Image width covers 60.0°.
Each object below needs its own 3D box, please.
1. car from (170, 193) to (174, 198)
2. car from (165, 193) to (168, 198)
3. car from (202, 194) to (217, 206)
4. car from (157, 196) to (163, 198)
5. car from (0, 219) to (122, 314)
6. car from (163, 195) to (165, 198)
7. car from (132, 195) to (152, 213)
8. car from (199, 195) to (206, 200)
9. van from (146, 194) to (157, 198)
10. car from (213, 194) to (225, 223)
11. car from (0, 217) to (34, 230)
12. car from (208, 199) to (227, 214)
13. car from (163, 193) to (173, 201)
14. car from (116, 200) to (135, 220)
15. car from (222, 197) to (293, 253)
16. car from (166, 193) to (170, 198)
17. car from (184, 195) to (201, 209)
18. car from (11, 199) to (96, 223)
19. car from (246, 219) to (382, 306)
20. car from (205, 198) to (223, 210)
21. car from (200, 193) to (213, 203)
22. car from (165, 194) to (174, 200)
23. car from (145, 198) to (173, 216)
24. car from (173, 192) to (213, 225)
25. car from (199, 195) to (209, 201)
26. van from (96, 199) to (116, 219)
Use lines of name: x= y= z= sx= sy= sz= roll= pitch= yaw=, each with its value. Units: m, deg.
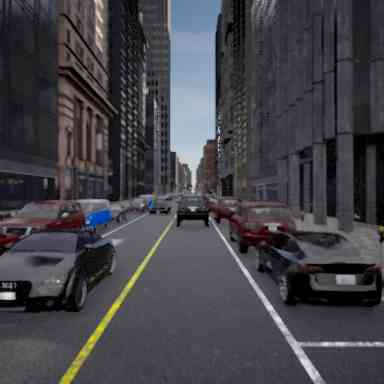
car: x=-5.823 y=1.382 z=75.367 sx=1.887 sy=1.381 sz=4.507 roll=1 pitch=0 yaw=0
car: x=-5.829 y=1.430 z=58.493 sx=1.887 sy=1.381 sz=4.507 roll=1 pitch=0 yaw=0
car: x=2.697 y=1.215 z=52.861 sx=2.192 sy=1.841 sz=5.009 roll=1 pitch=0 yaw=0
car: x=-5.831 y=1.230 z=47.244 sx=2.192 sy=1.841 sz=5.009 roll=1 pitch=0 yaw=0
car: x=-3.084 y=1.558 z=7.577 sx=1.994 sy=1.385 sz=4.181 roll=0 pitch=0 yaw=1
car: x=-5.831 y=1.451 z=52.869 sx=2.008 sy=1.369 sz=4.403 roll=1 pitch=0 yaw=0
car: x=-5.836 y=1.383 z=35.994 sx=1.967 sy=1.590 sz=4.097 roll=1 pitch=0 yaw=0
car: x=2.706 y=1.386 z=86.609 sx=1.802 sy=1.307 sz=4.206 roll=1 pitch=0 yaw=0
van: x=-5.833 y=1.270 z=41.619 sx=1.690 sy=1.788 sz=3.998 roll=1 pitch=0 yaw=0
car: x=2.686 y=1.282 z=24.739 sx=2.192 sy=1.841 sz=5.009 roll=1 pitch=0 yaw=0
car: x=-5.848 y=1.538 z=7.870 sx=1.887 sy=1.381 sz=4.507 roll=1 pitch=0 yaw=0
car: x=2.688 y=1.524 z=35.988 sx=1.802 sy=1.307 sz=4.206 roll=1 pitch=0 yaw=0
car: x=-5.819 y=1.136 z=80.991 sx=2.192 sy=1.841 sz=5.009 roll=1 pitch=0 yaw=0
car: x=-5.842 y=1.519 z=24.745 sx=2.008 sy=1.369 sz=4.403 roll=1 pitch=0 yaw=0
car: x=2.682 y=1.301 z=13.489 sx=2.192 sy=1.841 sz=5.009 roll=1 pitch=0 yaw=0
car: x=-5.827 y=1.396 z=63.948 sx=1.752 sy=1.417 sz=4.829 roll=1 pitch=0 yaw=0
car: x=0.107 y=1.275 z=43.572 sx=2.097 sy=1.767 sz=4.553 roll=0 pitch=0 yaw=0
car: x=-5.844 y=1.302 z=13.495 sx=2.192 sy=1.841 sz=5.009 roll=1 pitch=0 yaw=0
car: x=2.678 y=1.559 z=7.865 sx=1.947 sy=1.339 sz=4.313 roll=1 pitch=0 yaw=0
car: x=2.690 y=1.473 z=41.613 sx=1.887 sy=1.381 sz=4.507 roll=1 pitch=0 yaw=0
car: x=2.701 y=1.184 z=64.110 sx=2.192 sy=1.841 sz=5.009 roll=1 pitch=0 yaw=0
car: x=-5.820 y=1.355 z=86.616 sx=2.008 sy=1.369 sz=4.403 roll=1 pitch=0 yaw=0
car: x=-3.030 y=1.552 z=32.302 sx=1.895 sy=1.301 sz=4.718 roll=0 pitch=0 yaw=1
car: x=0.070 y=1.193 z=23.606 sx=2.150 sy=2.045 sz=5.566 roll=0 pitch=0 yaw=0
car: x=2.703 y=1.387 z=75.360 sx=2.008 sy=1.369 sz=4.403 roll=1 pitch=0 yaw=0
van: x=-5.842 y=1.319 z=19.120 sx=1.690 sy=1.788 sz=3.998 roll=1 pitch=0 yaw=0
